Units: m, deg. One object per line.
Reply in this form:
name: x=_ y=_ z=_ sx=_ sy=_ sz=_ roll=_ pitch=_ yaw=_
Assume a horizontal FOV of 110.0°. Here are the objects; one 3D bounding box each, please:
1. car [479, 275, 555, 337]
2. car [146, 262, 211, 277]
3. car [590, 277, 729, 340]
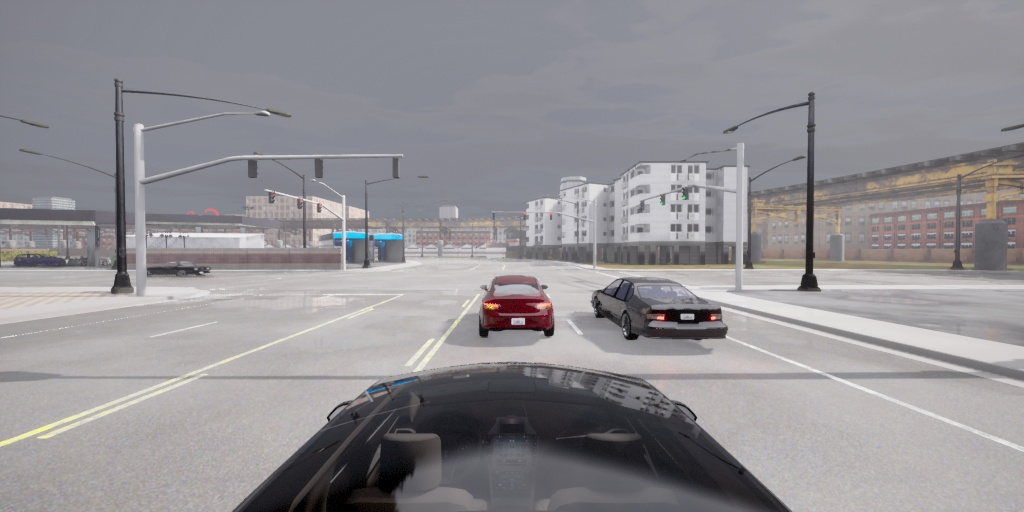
car: x=0.077 y=1.256 z=10.139 sx=1.812 sy=1.442 sz=4.674 roll=0 pitch=0 yaw=-1
car: x=-28.656 y=1.132 z=30.458 sx=4.718 sy=1.301 sz=1.895 roll=0 pitch=1 yaw=-1
car: x=3.588 y=1.282 z=9.852 sx=2.033 sy=1.411 sz=5.357 roll=0 pitch=0 yaw=0
